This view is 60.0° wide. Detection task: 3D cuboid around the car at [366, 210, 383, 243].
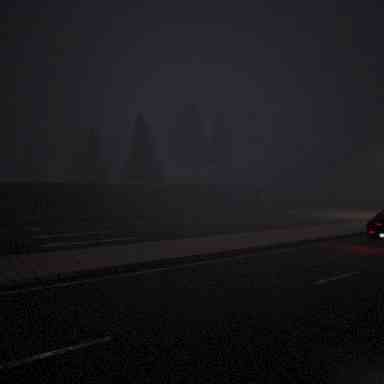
[{"bbox_3d":[9.744,1.505,14.995,4.892,1.490,1.837,0,0,-35],"label":"car"}]
